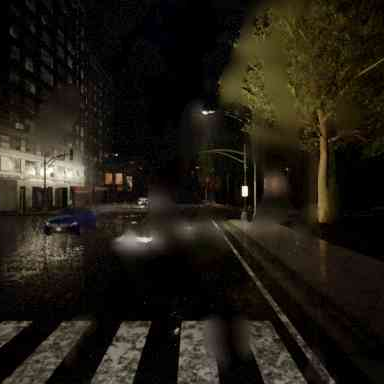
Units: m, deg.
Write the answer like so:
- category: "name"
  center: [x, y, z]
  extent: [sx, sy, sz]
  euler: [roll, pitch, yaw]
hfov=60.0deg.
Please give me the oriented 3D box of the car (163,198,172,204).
- category: "car"
  center: [-6.288, 2.311, 84.625]
  extent: [1.895, 1.301, 4.718]
  euler: [0, -1, 0]

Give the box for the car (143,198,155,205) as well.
- category: "car"
  center: [-9.563, 2.110, 74.913]
  extent: [2.033, 1.411, 5.357]
  euler: [0, -1, 0]

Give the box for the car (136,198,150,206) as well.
- category: "car"
  center: [-9.627, 1.922, 64.617]
  extent: [2.128, 1.511, 4.902]
  euler: [0, -1, 1]

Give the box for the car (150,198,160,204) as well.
- category: "car"
  center: [-9.536, 2.267, 85.456]
  extent: [2.033, 1.411, 5.357]
  euler: [0, -1, 0]

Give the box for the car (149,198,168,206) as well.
- category: "car"
  center: [-6.378, 1.975, 64.351]
  extent: [2.033, 1.411, 5.357]
  euler: [0, -1, 1]

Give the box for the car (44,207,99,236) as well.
- category: "car"
  center: [-6.557, 1.575, 18.692]
  extent: [1.812, 1.442, 4.674]
  euler: [0, 0, 0]

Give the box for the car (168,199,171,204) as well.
- category: "car"
  center: [-6.314, 2.039, 74.300]
  extent: [1.882, 1.535, 5.008]
  euler: [0, -1, 0]

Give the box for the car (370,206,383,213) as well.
- category: "car"
  center: [40.976, 3.909, 73.504]
  extent: [5.357, 1.411, 2.033]
  euler: [4, -3, -45]
